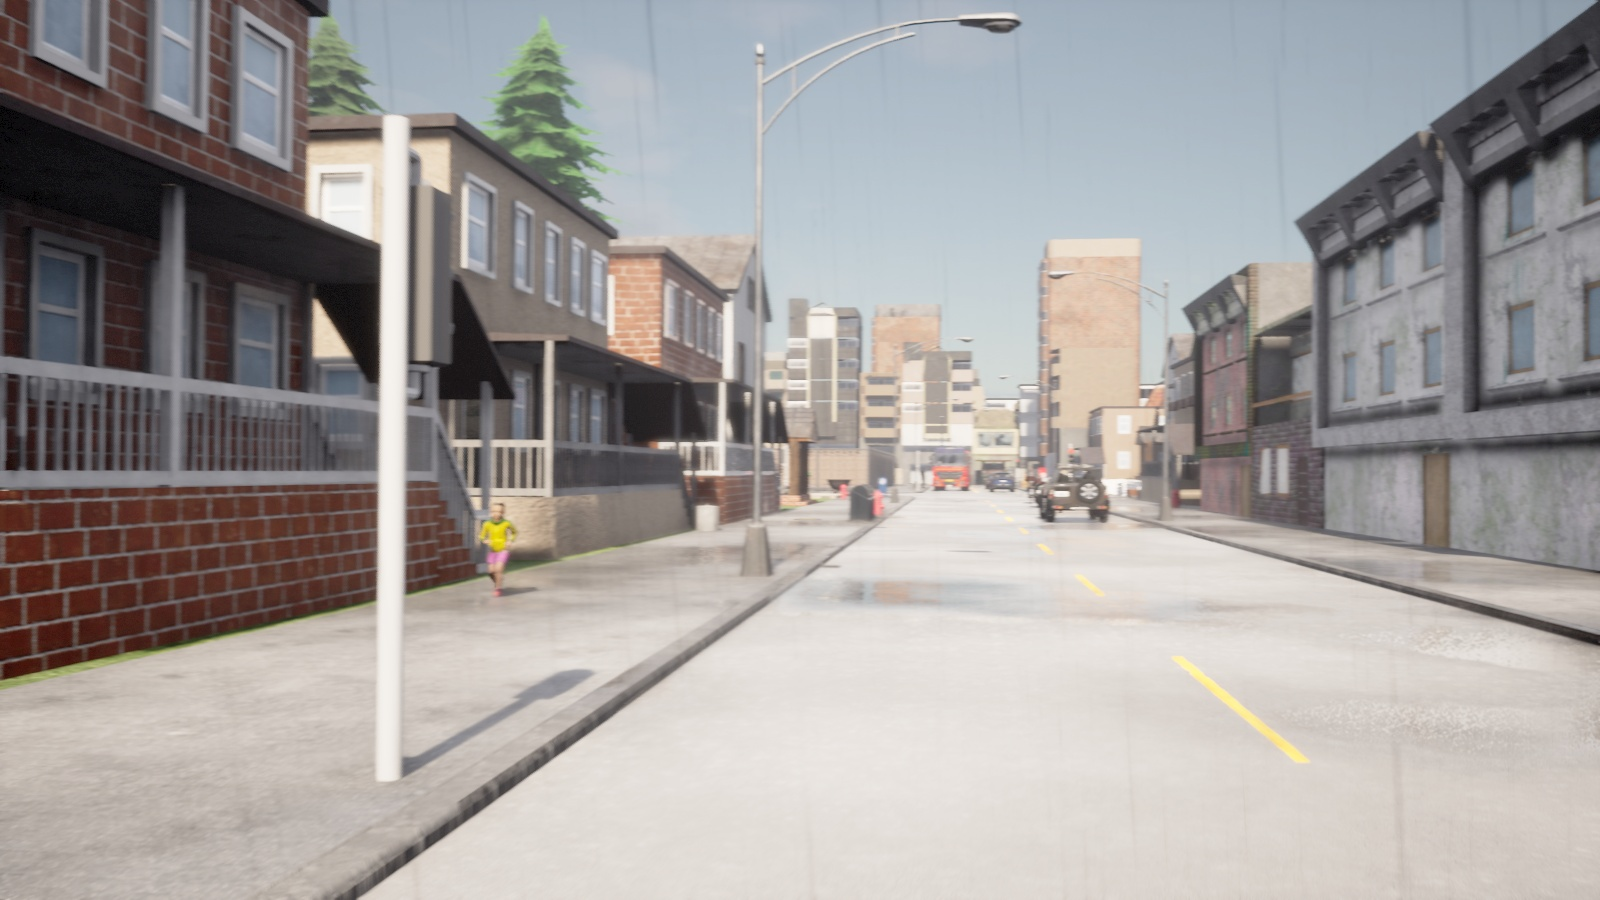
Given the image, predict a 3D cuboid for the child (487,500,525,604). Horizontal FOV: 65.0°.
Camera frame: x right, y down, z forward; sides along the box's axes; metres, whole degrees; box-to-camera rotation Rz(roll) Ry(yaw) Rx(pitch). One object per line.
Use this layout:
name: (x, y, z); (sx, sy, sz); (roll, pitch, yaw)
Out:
child: (-3.361, 1.153, 14.368); (0.299, 1.160, 0.473); (0, -1, 5)

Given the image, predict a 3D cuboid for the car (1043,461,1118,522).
car: (9.016, 1.304, 40.685); (1.932, 1.855, 4.605); (0, -1, 7)
